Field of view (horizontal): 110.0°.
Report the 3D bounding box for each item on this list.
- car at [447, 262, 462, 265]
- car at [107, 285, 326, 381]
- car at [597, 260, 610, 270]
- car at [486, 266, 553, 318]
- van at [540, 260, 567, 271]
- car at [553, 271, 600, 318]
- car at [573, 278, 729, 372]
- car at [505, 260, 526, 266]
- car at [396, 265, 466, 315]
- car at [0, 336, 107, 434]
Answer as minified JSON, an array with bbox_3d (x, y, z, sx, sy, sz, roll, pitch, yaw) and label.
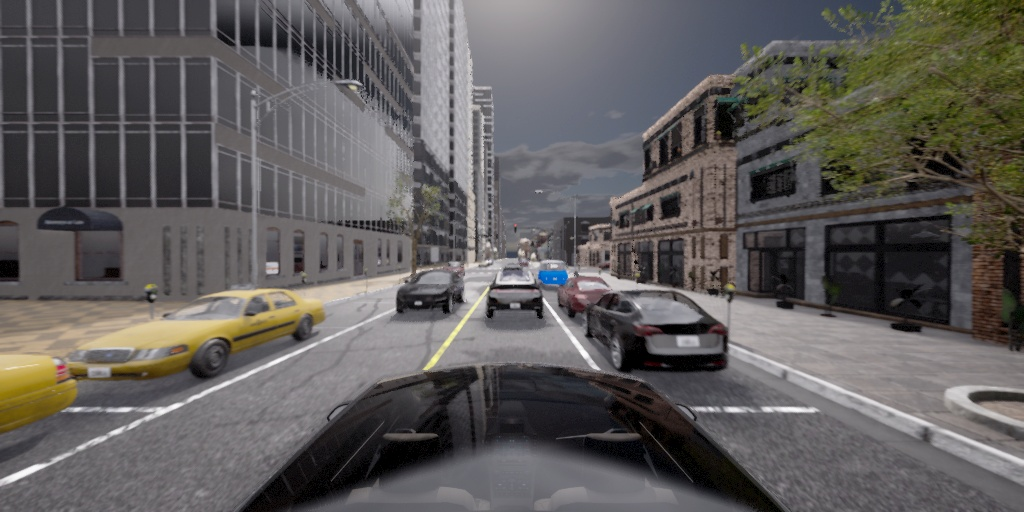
[{"bbox_3d":[-5.712,1.332,35.205,1.967,1.591,4.097,0,0,0],"label":"car"},{"bbox_3d":[-5.696,1.300,7.360,1.751,1.417,4.829,0,0,0],"label":"car"},{"bbox_3d":[16.483,1.413,58.472,5.009,1.841,2.192,0,0,1],"label":"car"},{"bbox_3d":[0.092,1.291,13.224,2.128,1.511,4.902,0,0,0],"label":"car"},{"bbox_3d":[2.675,1.186,24.127,1.690,1.789,3.998,0,0,0],"label":"van"},{"bbox_3d":[2.682,1.380,13.058,1.802,1.307,4.207,0,0,0],"label":"car"},{"bbox_3d":[2.685,1.341,7.524,1.948,1.339,4.313,0,0,0],"label":"car"},{"bbox_3d":[0.081,1.386,32.708,1.837,1.490,4.892,0,0,0],"label":"car"},{"bbox_3d":[-3.021,1.281,14.136,1.882,1.535,5.008,0,-1,0],"label":"car"},{"bbox_3d":[-5.692,1.277,1.826,1.751,1.417,4.829,0,0,0],"label":"car"}]
